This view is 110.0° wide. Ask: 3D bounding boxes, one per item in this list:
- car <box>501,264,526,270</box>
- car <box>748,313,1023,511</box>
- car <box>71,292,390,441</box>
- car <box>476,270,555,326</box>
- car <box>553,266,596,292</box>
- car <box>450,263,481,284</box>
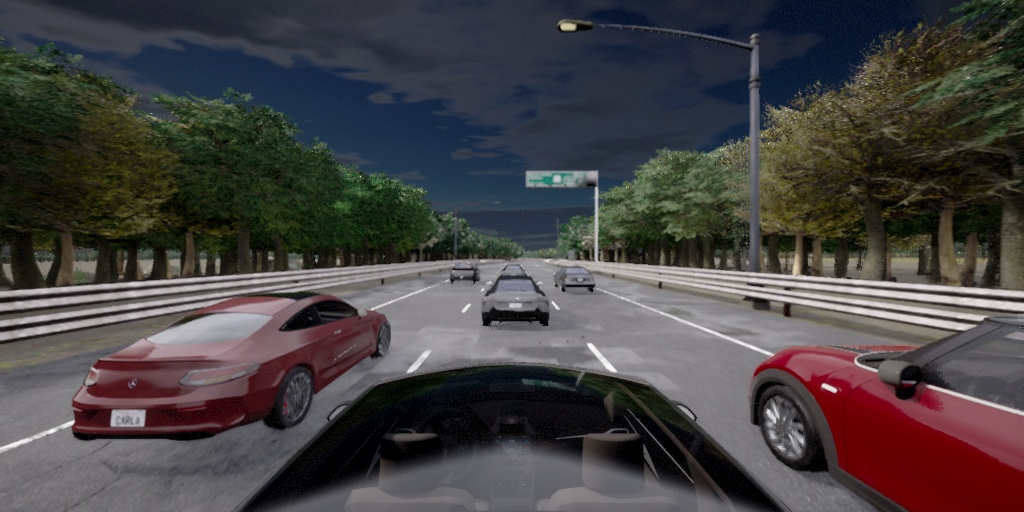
[{"bbox_3d":[0.098,1.322,27.306,1.994,1.385,4.181,0,0,0],"label":"car"},{"bbox_3d":[3.589,1.101,1.987,2.097,1.767,4.553,0,0,0],"label":"car"},{"bbox_3d":[-3.404,1.275,5.483,1.812,1.442,4.674,0,0,0],"label":"car"},{"bbox_3d":[0.099,1.314,11.745,1.994,1.385,4.181,0,0,0],"label":"car"},{"bbox_3d":[3.598,1.302,21.414,2.033,1.411,5.357,0,0,0],"label":"car"},{"bbox_3d":[-3.402,1.249,26.738,2.128,1.511,4.902,0,0,0],"label":"car"}]
